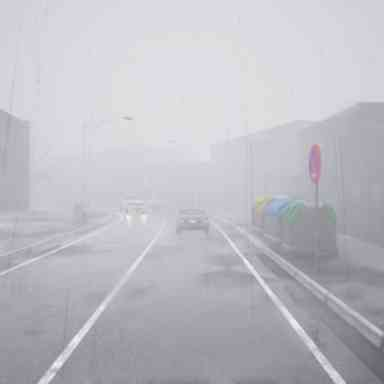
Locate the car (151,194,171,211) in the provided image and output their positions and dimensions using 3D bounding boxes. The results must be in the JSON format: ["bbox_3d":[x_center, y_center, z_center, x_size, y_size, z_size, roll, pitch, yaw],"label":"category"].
[{"bbox_3d":[-4.383,1.246,41.075,2.150,2.045,5.566,1,0,-24],"label":"car"}]

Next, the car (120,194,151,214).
[{"bbox_3d":[-6.469,1.220,36.468,2.150,2.045,5.566,1,0,-21],"label":"car"}]

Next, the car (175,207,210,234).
[{"bbox_3d":[-0.014,1.559,19.453,2.033,1.411,5.357,0,0,-2],"label":"car"}]
